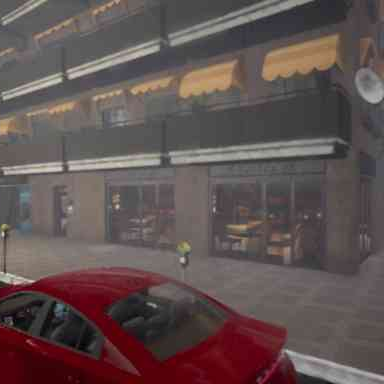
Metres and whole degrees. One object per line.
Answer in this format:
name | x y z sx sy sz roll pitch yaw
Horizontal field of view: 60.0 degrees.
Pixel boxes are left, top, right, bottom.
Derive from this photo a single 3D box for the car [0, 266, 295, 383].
car | -1.196 1.539 3.709 4.507 1.381 1.887 0 0 35
